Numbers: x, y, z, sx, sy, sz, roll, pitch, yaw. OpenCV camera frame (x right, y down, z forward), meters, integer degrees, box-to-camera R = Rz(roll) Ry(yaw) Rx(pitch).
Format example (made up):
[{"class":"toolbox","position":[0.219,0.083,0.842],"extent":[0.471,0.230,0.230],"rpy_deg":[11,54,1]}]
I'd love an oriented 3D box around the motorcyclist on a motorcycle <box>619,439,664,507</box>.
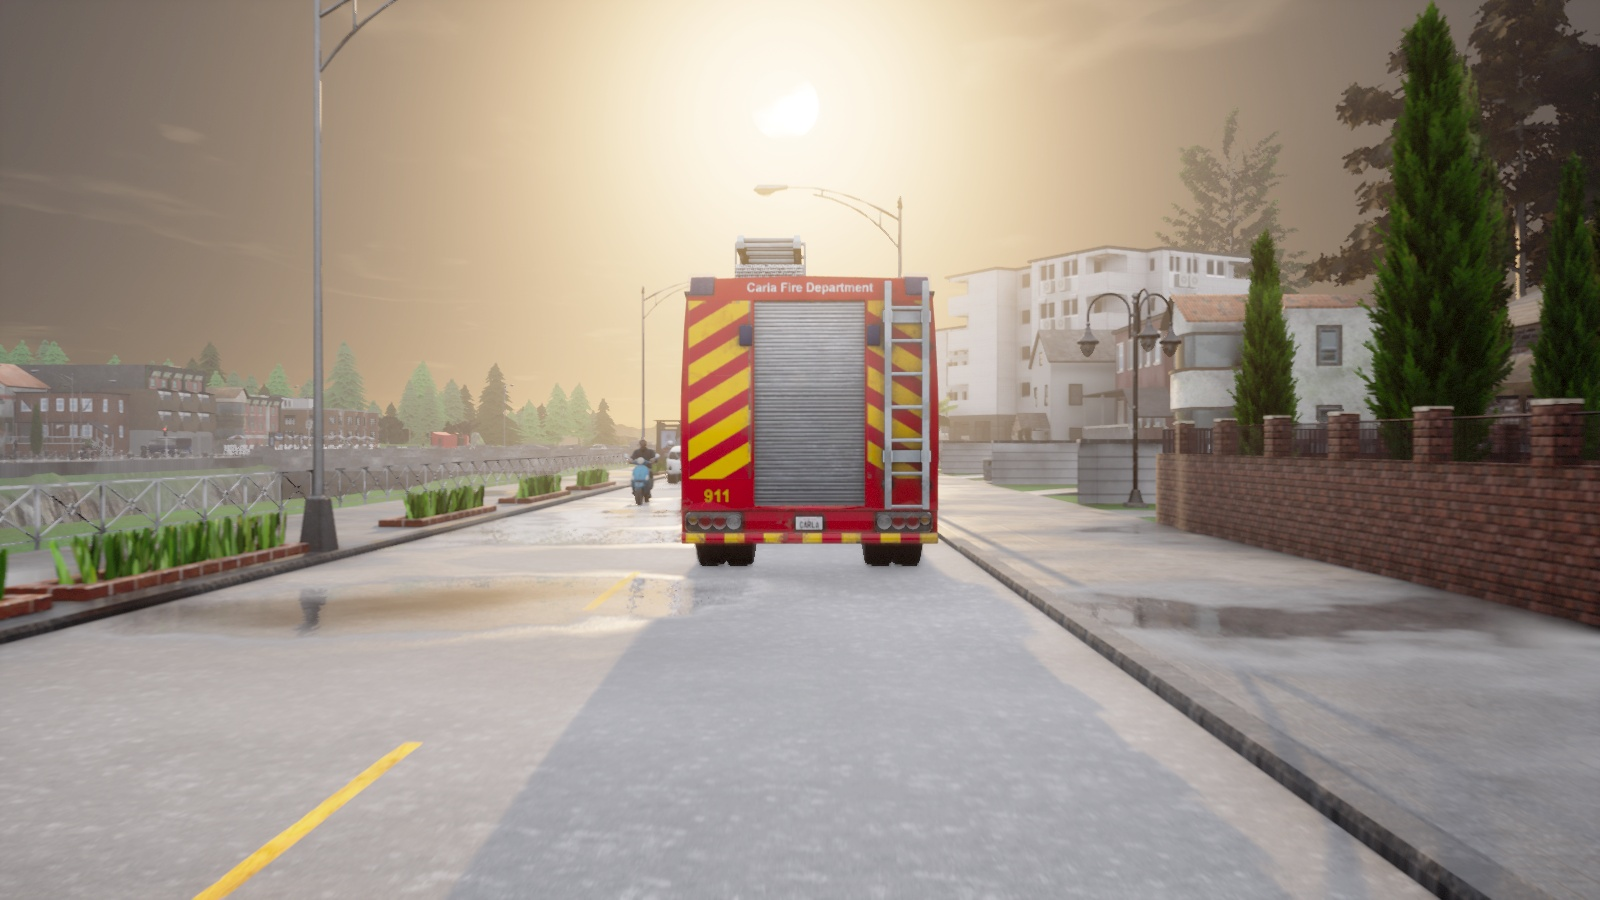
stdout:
[{"class":"motorcyclist on a motorcycle","position":[-3.811,0.526,30.314],"extent":[0.866,1.590,1.817],"rpy_deg":[0,0,0]}]

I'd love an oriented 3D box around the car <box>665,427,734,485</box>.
[{"class":"car","position":[-3.712,0.196,47.312],"extent":[2.150,2.045,5.566],"rpy_deg":[0,0,0]}]

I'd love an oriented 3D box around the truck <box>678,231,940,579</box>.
[{"class":"truck","position":[0.120,-0.520,18.067],"extent":[2.891,3.827,8.468],"rpy_deg":[0,0,0]}]
